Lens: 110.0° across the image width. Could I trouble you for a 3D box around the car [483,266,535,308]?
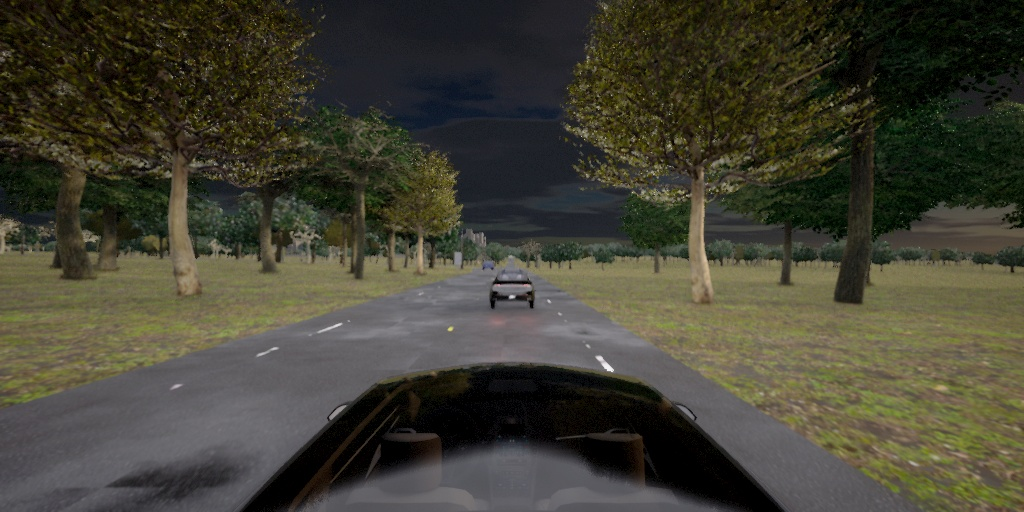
[{"bbox_3d":[0.010,1.381,16.140,2.128,1.511,4.902,0,0,0],"label":"car"}]
